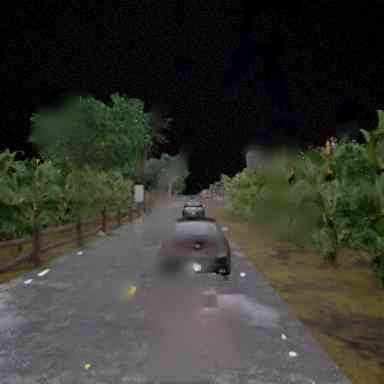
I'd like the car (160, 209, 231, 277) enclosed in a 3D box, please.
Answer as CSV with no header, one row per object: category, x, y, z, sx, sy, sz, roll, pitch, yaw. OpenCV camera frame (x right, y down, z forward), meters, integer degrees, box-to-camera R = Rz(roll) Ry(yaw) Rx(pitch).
car,0.097,1.508,10.244,1.837,1.490,4.892,0,1,0

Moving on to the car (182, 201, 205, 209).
car,0.123,1.514,29.063,2.128,1.511,4.902,0,0,0
